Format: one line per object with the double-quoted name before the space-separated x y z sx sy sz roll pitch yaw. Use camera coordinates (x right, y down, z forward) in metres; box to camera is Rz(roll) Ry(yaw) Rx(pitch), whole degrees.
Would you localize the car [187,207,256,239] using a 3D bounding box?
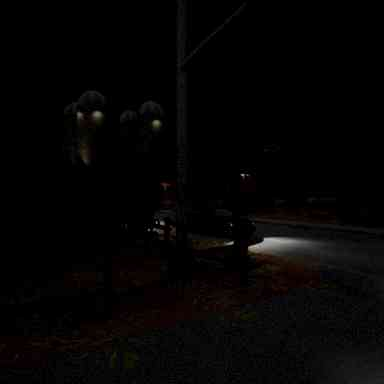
"car" 1.272 1.525 17.651 1.812 1.442 4.674 0 0 -35
